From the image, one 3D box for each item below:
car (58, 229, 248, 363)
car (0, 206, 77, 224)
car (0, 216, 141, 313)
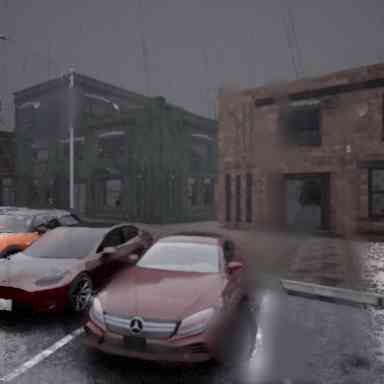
[{"bbox_3d":[-0.035,1.512,6.118,2.002,1.452,4.674,1,0,16],"label":"car"},{"bbox_3d":[-4.903,1.324,9.645,2.185,1.767,4.553,1,0,16],"label":"car"},{"bbox_3d":[-2.484,1.489,7.836,2.163,1.488,4.792,1,0,16],"label":"car"}]
